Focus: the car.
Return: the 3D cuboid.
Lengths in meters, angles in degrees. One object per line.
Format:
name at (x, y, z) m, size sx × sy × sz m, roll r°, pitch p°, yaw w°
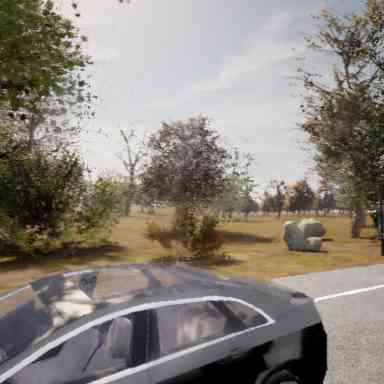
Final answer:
car at (-0.899, 1.478, 2.751) m, size 4.902 × 1.511 × 2.128 m, roll 1°, pitch 0°, yaw -34°
